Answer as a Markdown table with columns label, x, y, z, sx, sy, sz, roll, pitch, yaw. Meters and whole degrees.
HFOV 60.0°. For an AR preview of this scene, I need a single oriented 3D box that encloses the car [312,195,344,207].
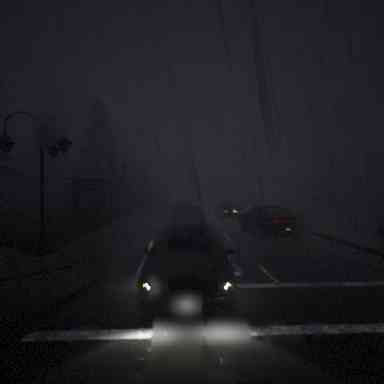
| label | x | y | z | sx | sy | sz | roll | pitch | yaw |
| --- | --- | --- | --- | --- | --- | --- | --- | --- | --- |
| car | 16.401 | 1.092 | 41.238 | 2.007 | 1.523 | 4.514 | 0 | 0 | -2 |

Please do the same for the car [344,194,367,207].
| label | x | y | z | sx | sy | sz | roll | pitch | yaw |
| --- | --- | --- | --- | --- | --- | --- | --- | --- | --- |
| car | 19.533 | 1.072 | 41.417 | 2.152 | 1.636 | 5.027 | 0 | 0 | -2 |

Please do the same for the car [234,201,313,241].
| label | x | y | z | sx | sy | sz | roll | pitch | yaw |
| --- | --- | --- | --- | --- | --- | --- | --- | --- | --- |
| car | 3.709 | 1.392 | 16.274 | 1.882 | 1.535 | 5.008 | 0 | 0 | -7 |

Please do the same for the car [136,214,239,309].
| label | x | y | z | sx | sy | sz | roll | pitch | yaw |
| --- | --- | --- | --- | --- | --- | --- | --- | --- | --- |
| car | -0.088 | 1.513 | 8.266 | 2.033 | 1.411 | 5.357 | 0 | 0 | 0 |

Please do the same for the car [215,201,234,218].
| label | x | y | z | sx | sy | sz | roll | pitch | yaw |
| --- | --- | --- | --- | --- | --- | --- | --- | --- | --- |
| car | 2.895 | 1.416 | 25.937 | 2.033 | 1.411 | 5.357 | 0 | 0 | -2 |

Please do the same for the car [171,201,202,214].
| label | x | y | z | sx | sy | sz | roll | pitch | yaw |
| --- | --- | --- | --- | --- | --- | --- | --- | --- | --- |
| car | -0.277 | 1.463 | 18.471 | 2.033 | 1.411 | 5.357 | 0 | 0 | -3 |
